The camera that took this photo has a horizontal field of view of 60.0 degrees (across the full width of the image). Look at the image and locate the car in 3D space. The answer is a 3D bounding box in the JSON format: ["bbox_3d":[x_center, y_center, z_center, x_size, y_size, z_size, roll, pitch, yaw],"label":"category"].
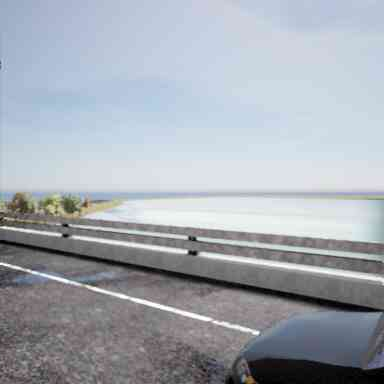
[{"bbox_3d":[2.291,1.568,2.362,4.181,1.385,1.994,0,0,36],"label":"car"}]
